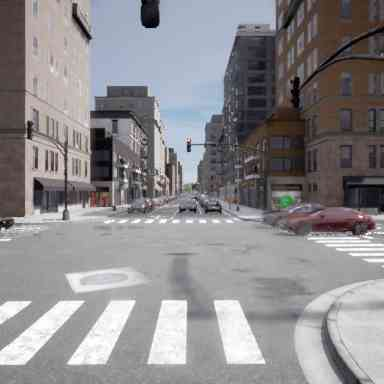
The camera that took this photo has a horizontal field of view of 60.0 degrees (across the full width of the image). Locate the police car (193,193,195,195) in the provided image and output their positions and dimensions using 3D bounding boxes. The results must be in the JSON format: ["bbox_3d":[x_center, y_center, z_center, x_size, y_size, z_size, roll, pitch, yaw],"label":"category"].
[{"bbox_3d":[0.391,1.599,90.239,1.930,1.638,5.238,0,0,0],"label":"police car"}]

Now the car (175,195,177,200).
[{"bbox_3d":[-5.823,1.721,91.264,1.887,1.381,4.507,0,0,0],"label":"car"}]

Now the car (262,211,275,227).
[{"bbox_3d":[6.823,1.473,20.669,4.902,1.511,2.128,0,0,0],"label":"car"}]

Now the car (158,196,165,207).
[{"bbox_3d":[-5.785,1.653,52.688,1.802,1.307,4.206,0,0,0],"label":"car"}]

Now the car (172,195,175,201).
[{"bbox_3d":[-5.812,1.695,80.242,2.008,1.369,4.403,0,0,0],"label":"car"}]

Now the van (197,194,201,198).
[{"bbox_3d":[2.235,1.424,58.207,1.690,1.788,3.998,0,0,0],"label":"van"}]

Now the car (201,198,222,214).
[{"bbox_3d":[2.257,1.606,36.163,1.947,1.339,4.313,0,0,0],"label":"car"}]

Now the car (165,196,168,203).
[{"bbox_3d":[-5.790,1.634,58.199,2.008,1.369,4.403,0,0,0],"label":"car"}]

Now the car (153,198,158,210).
[{"bbox_3d":[-5.774,1.490,41.667,1.967,1.590,4.097,0,0,0],"label":"car"}]

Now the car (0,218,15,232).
[{"bbox_3d":[-12.030,1.647,17.300,4.718,1.301,1.895,0,0,0],"label":"car"}]

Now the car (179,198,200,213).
[{"bbox_3d":[-0.391,1.644,37.781,1.895,1.301,4.718,0,0,1],"label":"car"}]

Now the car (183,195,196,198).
[{"bbox_3d":[-0.304,1.700,64.560,1.895,1.301,4.718,0,0,0],"label":"car"}]

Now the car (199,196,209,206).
[{"bbox_3d":[2.246,1.641,47.186,1.802,1.307,4.206,0,0,0],"label":"car"}]

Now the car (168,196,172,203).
[{"bbox_3d":[-5.801,1.552,69.220,1.967,1.590,4.097,0,0,0],"label":"car"}]

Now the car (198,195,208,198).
[{"bbox_3d":[2.240,1.637,52.696,1.947,1.339,4.313,0,0,0],"label":"car"}]

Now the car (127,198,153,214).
[{"bbox_3d":[-5.768,1.480,36.156,1.967,1.590,4.097,0,0,0],"label":"car"}]

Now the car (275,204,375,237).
[{"bbox_3d":[7.056,1.498,17.418,4.674,1.442,1.812,0,0,0],"label":"car"}]
